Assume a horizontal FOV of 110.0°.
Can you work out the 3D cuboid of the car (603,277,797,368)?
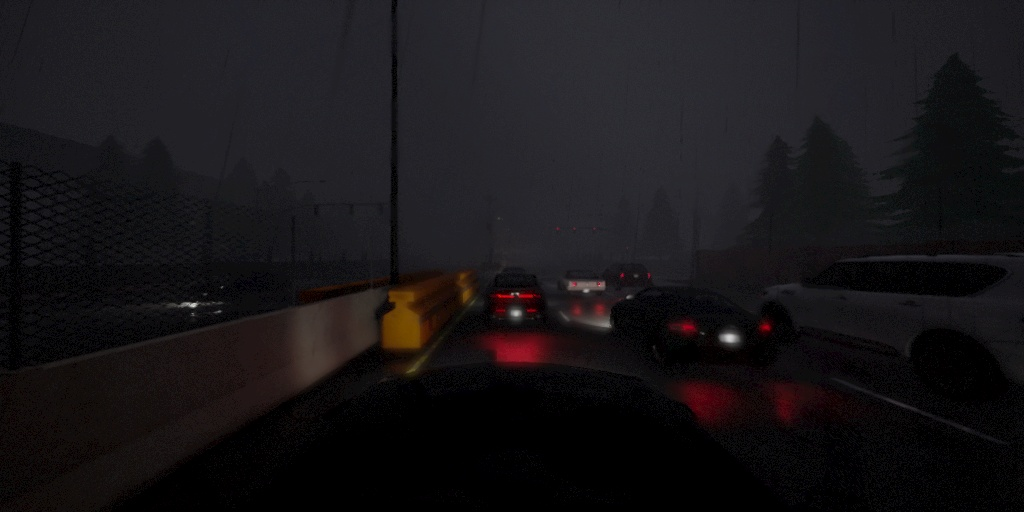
[{"bbox_3d":[3.606,1.334,7.919,1.994,1.385,4.181,0,0,0],"label":"car"}]

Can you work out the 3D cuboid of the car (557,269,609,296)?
[{"bbox_3d":[3.628,1.409,19.623,1.895,1.301,4.718,0,0,0],"label":"car"}]

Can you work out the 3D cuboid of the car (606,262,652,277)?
[{"bbox_3d":[7.133,1.171,22.731,2.097,1.767,4.553,0,0,0],"label":"car"}]

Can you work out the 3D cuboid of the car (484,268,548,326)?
[{"bbox_3d":[0.115,1.287,11.894,1.837,1.490,4.892,0,-1,0],"label":"car"}]

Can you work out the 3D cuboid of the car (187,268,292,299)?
[{"bbox_3d":[-13.976,1.354,18.978,2.033,1.411,5.357,0,0,0],"label":"car"}]

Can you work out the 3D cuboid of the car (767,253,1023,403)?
[{"bbox_3d":[7.107,0.985,6.508,2.150,2.045,5.566,0,0,0],"label":"car"}]
